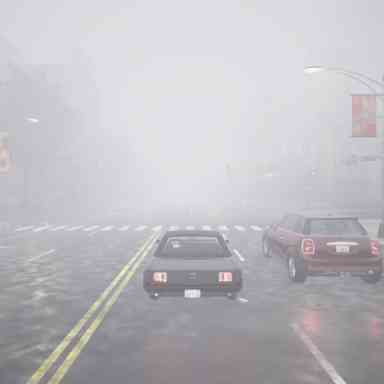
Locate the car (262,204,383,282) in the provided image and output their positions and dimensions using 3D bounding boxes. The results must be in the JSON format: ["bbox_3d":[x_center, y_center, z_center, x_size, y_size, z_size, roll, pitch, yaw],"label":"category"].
[{"bbox_3d":[3.507,1.352,9.873,2.097,1.767,4.553,0,0,0],"label":"car"}]

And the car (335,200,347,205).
[{"bbox_3d":[22.699,1.545,45.958,5.357,1.411,2.033,0,0,0],"label":"car"}]

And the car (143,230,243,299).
[{"bbox_3d":[0.015,1.600,8.393,1.895,1.301,4.718,0,0,0],"label":"car"}]

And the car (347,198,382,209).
[{"bbox_3d":[22.619,1.562,42.458,4.181,1.385,1.994,0,0,0],"label":"car"}]
